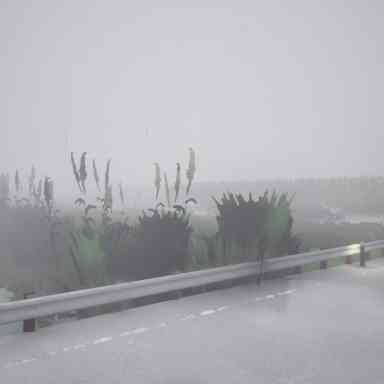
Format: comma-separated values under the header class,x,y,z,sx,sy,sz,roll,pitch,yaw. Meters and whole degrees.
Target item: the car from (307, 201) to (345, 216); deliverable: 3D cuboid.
class,x,y,z,sx,sy,sz,roll,pitch,yaw
car,10.812,1.569,28.981,2.097,1.767,4.553,-1,1,-43
